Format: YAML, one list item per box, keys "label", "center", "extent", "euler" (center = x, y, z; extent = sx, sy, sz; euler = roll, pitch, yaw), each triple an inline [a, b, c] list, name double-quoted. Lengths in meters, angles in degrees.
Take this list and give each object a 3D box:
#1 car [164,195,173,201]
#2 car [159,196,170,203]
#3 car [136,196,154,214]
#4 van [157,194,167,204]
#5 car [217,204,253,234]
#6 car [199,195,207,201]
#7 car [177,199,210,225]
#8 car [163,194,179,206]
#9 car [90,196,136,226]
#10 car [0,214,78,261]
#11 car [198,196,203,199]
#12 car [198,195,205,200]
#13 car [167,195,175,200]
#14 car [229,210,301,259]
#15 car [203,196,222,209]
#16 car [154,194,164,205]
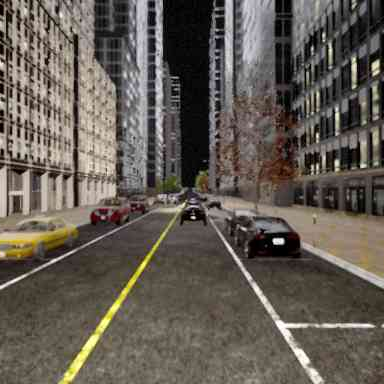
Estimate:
- label: "car"
  center: [-5.690, 1.542, 80.733]
  extent: [1.947, 1.339, 4.313]
  euler: [0, 0, 0]
- label: "car"
  center: [-5.690, 1.554, 69.349]
  extent: [1.947, 1.339, 4.313]
  euler: [0, 0, 0]
- label: "car"
  center: [-5.693, 1.320, 35.195]
  extent: [2.192, 1.841, 5.009]
  euler: [0, 0, 0]
- label: "van"
  center: [-5.691, 1.334, 63.655]
  extent: [1.690, 1.788, 3.998]
  euler: [0, 0, 0]
- label: "car"
  center: [2.688, 1.556, 18.106]
  extent: [2.008, 1.369, 4.403]
  euler: [0, 0, 0]
- label: "car"
  center: [2.691, 1.520, 80.725]
  extent: [1.887, 1.381, 4.507]
  euler: [0, 0, 0]
- label: "car"
  center: [0.100, 1.531, 24.309]
  extent: [1.812, 1.442, 4.674]
  euler: [0, 0, 0]
- label: "car"
  center: [-3.059, 1.490, 53.539]
  extent: [2.128, 1.511, 4.902]
  euler: [0, 0, 0]
- label: "car"
  center: [-5.694, 1.321, 23.811]
  extent: [2.192, 1.841, 5.009]
  euler: [0, 0, 0]
- label: "car"
  center: [-5.693, 1.530, 12.257]
  extent: [1.752, 1.417, 4.829]
  euler: [0, 0, 0]
- label: "car"
  center: [0.102, 1.550, 42.631]
  extent: [2.033, 1.411, 5.357]
  euler: [0, 0, 0]
- label: "car"
  center: [2.692, 1.542, 92.109]
  extent: [1.802, 1.307, 4.206]
  euler: [0, 0, 0]
- label: "car"
  center: [-5.689, 1.527, 92.118]
  extent: [1.947, 1.339, 4.313]
  euler: [0, 0, 0]
- label: "car"
  center: [2.688, 1.570, 12.414]
  extent: [1.947, 1.339, 4.313]
  euler: [0, 0, 0]
- label: "car"
  center: [2.689, 1.554, 40.875]
  extent: [2.008, 1.369, 4.403]
  euler: [0, 0, 0]
- label: "car"
  center: [-5.691, 1.437, 57.964]
  extent: [1.967, 1.590, 4.097]
  euler: [0, 0, 0]
